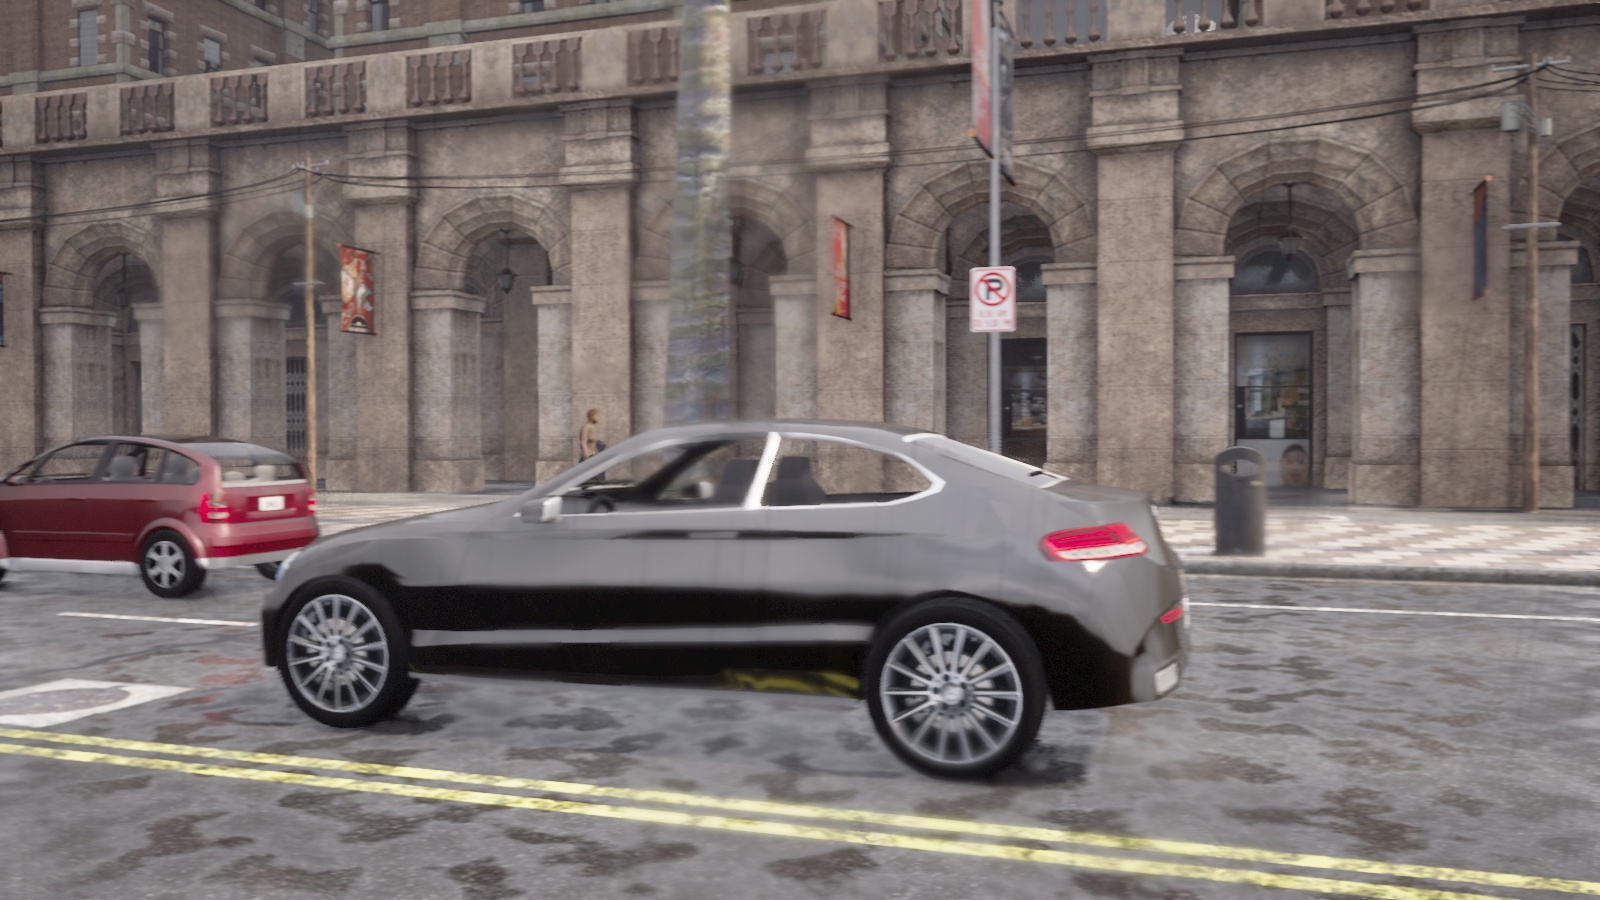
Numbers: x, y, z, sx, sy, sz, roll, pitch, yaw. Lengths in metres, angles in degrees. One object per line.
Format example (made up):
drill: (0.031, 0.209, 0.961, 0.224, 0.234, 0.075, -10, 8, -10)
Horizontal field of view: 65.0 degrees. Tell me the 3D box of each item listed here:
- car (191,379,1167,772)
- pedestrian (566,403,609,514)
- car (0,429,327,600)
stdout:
car: (-0.600, 0.489, 7.084, 5.027, 1.651, 2.152, 1, 1, 19)
pedestrian: (-3.559, 0.133, 21.021, 0.634, 1.846, 0.331, 0, 1, 10)
car: (-7.019, 0.571, 12.958, 3.705, 1.549, 1.789, 1, 1, 19)
